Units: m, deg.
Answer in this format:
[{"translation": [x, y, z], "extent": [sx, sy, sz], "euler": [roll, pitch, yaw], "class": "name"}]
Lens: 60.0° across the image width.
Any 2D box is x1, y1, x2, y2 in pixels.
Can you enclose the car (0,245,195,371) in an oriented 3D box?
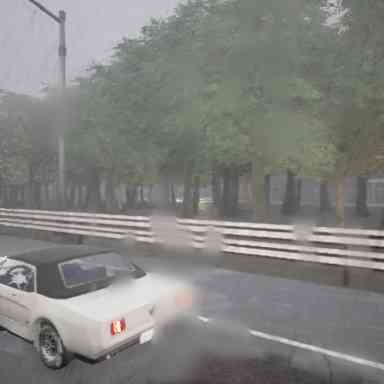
[{"translation": [-2.378, 1.601, 5.687], "extent": [4.718, 1.301, 1.895], "euler": [0, 0, 36], "class": "car"}]
